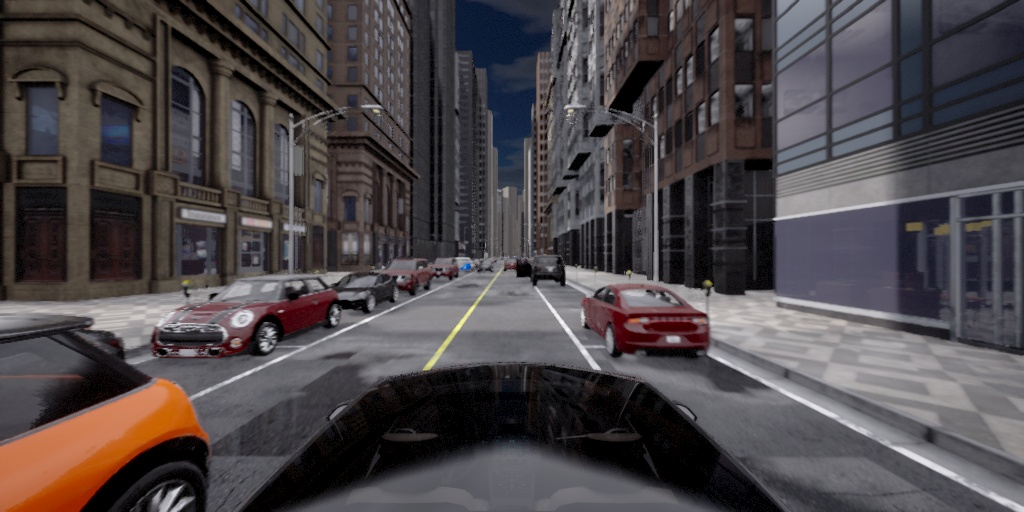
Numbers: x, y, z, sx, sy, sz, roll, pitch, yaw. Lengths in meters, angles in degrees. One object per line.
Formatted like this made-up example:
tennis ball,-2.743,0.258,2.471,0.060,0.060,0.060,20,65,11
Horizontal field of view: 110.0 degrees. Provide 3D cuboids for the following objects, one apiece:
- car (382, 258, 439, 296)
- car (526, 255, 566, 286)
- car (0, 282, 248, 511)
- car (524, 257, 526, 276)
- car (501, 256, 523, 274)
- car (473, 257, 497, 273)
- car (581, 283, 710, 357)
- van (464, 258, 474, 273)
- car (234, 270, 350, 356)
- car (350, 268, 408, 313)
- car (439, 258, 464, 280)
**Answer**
car,-5.762,1.056,19.564,2.192,1.841,5.009,0,0,0
car,2.394,0.959,25.058,2.150,2.045,5.566,0,0,0
car,-3.100,1.103,0.478,2.097,1.767,4.553,0,0,0
car,2.763,1.175,41.984,1.967,1.591,4.097,0,0,0
car,0.028,1.088,47.386,2.097,1.767,4.553,0,0,0
car,-3.086,1.238,42.093,1.837,1.490,4.892,0,1,0
car,2.763,1.291,8.371,1.888,1.381,4.507,0,0,0
van,-5.762,1.076,41.969,1.690,1.789,3.998,0,0,0
car,-5.762,1.187,8.360,1.967,1.591,4.097,0,0,0
car,-5.762,1.310,13.961,1.948,1.339,4.313,0,0,0
car,-5.762,1.052,30.767,2.192,1.841,5.009,0,0,0
